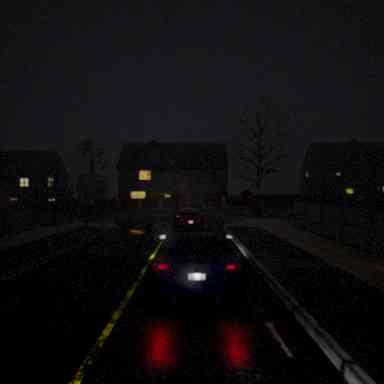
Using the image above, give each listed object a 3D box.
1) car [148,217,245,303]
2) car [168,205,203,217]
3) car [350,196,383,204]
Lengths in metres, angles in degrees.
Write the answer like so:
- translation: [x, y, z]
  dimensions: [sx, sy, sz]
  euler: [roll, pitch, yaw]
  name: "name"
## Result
- translation: [0.102, 1.559, 8.263]
  dimensions: [1.994, 1.385, 4.181]
  euler: [0, 0, 0]
  name: "car"
- translation: [-0.447, 1.525, 21.312]
  dimensions: [1.812, 1.442, 4.674]
  euler: [0, 0, -9]
  name: "car"
- translation: [14.991, 1.102, 29.276]
  dimensions: [4.674, 1.442, 1.812]
  euler: [-1, 1, 0]
  name: "car"
